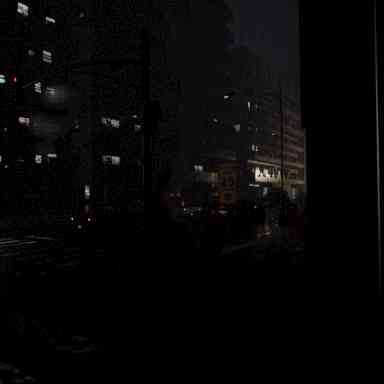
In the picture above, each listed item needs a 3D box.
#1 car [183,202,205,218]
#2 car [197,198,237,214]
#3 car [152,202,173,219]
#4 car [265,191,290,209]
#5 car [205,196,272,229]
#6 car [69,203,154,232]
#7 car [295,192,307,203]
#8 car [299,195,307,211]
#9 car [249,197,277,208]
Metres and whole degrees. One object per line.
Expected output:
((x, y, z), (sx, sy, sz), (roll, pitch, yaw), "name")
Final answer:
((1.277, 1.430, 27.714), (1.895, 1.301, 4.718), (-1, 0, 36), "car")
((2.620, 1.383, 33.974), (2.008, 1.369, 4.403), (-1, 0, 36), "car")
((-3.377, 1.458, 25.843), (1.887, 1.381, 4.507), (-1, 0, 36), "car")
((9.843, 0.936, 39.530), (2.150, 2.045, 5.566), (-1, 0, 36), "car")
((2.856, 1.200, 19.822), (1.967, 1.590, 4.097), (-1, 0, 36), "car")
((-4.697, 1.511, 19.431), (1.895, 1.301, 4.718), (-1, 0, 35), "car")
((19.221, 0.929, 56.919), (2.192, 1.841, 5.009), (-1, 0, 36), "car")
((12.729, 1.195, 33.651), (1.947, 1.339, 4.313), (-1, 0, 36), "car")
((9.262, 1.310, 43.152), (1.947, 1.339, 4.313), (-1, 0, 36), "car")
